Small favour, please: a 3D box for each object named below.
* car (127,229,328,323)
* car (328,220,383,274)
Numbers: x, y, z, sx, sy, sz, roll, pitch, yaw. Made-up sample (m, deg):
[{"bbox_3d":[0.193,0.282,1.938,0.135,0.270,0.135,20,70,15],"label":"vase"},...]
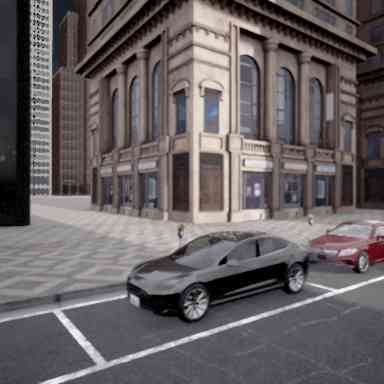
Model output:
[{"bbox_3d":[0.757,1.556,7.190,4.313,1.339,1.947,0,0,-36],"label":"car"},{"bbox_3d":[5.313,1.561,10.449,4.206,1.307,1.802,0,0,-36],"label":"car"}]
